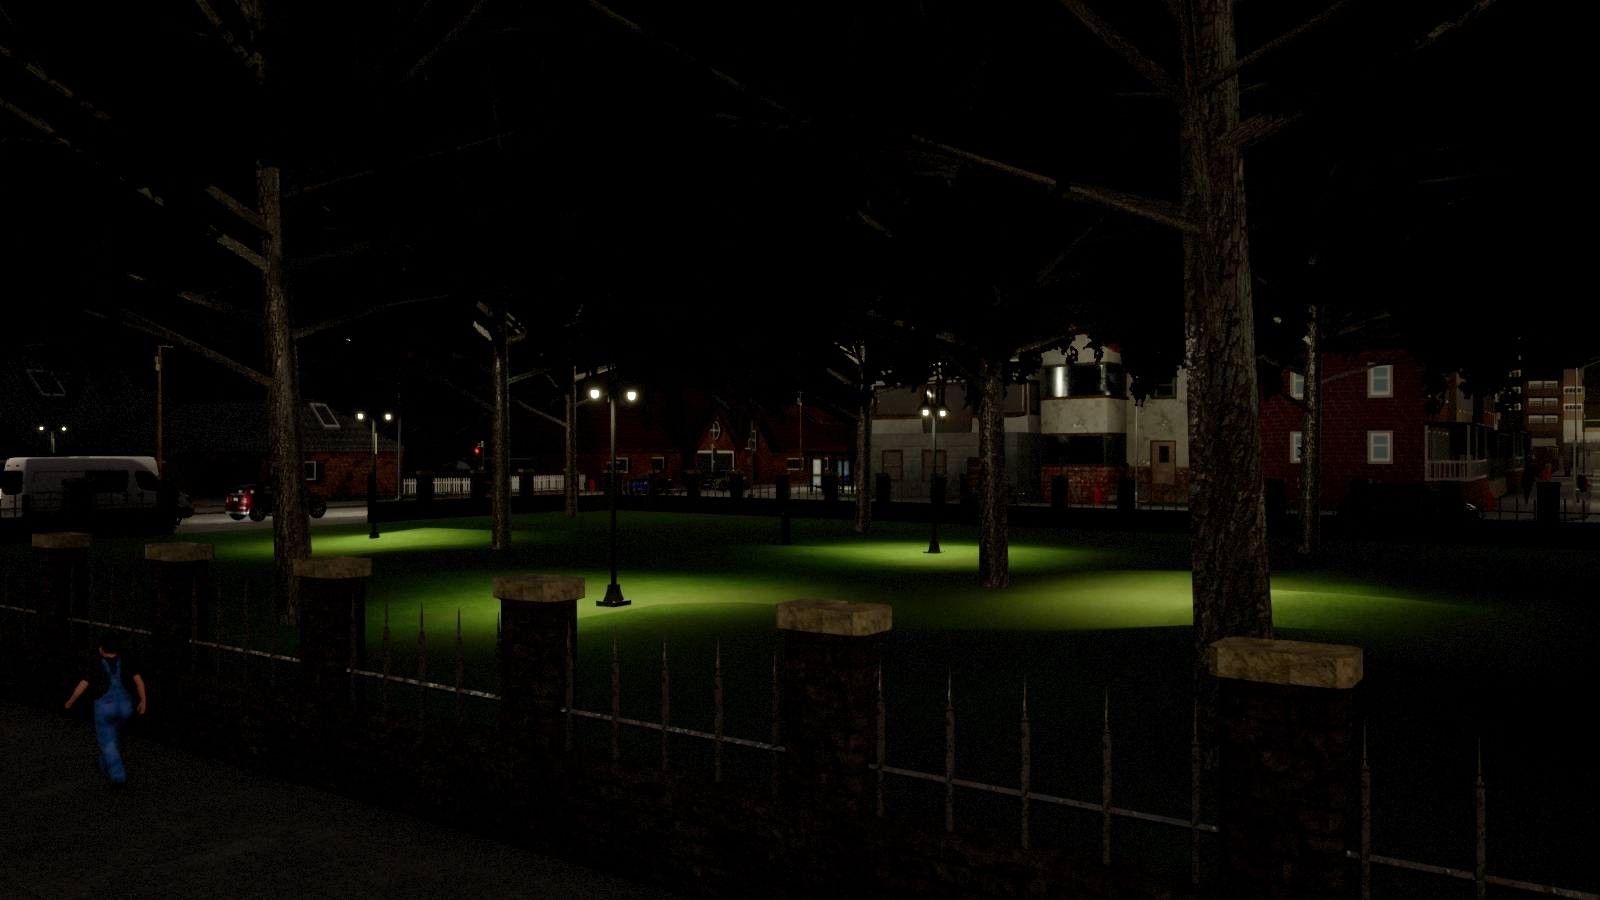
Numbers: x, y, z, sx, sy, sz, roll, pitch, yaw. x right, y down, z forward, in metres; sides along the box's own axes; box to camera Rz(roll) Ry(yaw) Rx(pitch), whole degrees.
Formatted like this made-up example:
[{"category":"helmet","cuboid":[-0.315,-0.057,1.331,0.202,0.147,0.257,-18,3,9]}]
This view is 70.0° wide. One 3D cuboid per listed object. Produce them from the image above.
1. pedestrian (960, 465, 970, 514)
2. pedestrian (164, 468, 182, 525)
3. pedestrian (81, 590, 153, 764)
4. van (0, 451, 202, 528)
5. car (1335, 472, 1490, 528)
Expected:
[{"category":"pedestrian","cuboid":[6.312,1.524,43.777,0.375,1.860,0.375,0,0,11]},{"category":"pedestrian","cuboid":[-20.543,1.525,37.425,0.375,1.860,0.375,0,0,35]},{"category":"pedestrian","cuboid":[-5.493,1.805,9.193,0.375,1.300,0.375,0,0,35]},{"category":"van","cuboid":[-24.847,1.314,40.778,1.988,2.561,5.915,0,0,36]},{"category":"car","cuboid":[21.319,1.685,39.826,4.553,1.767,2.097,0,0,35]}]
